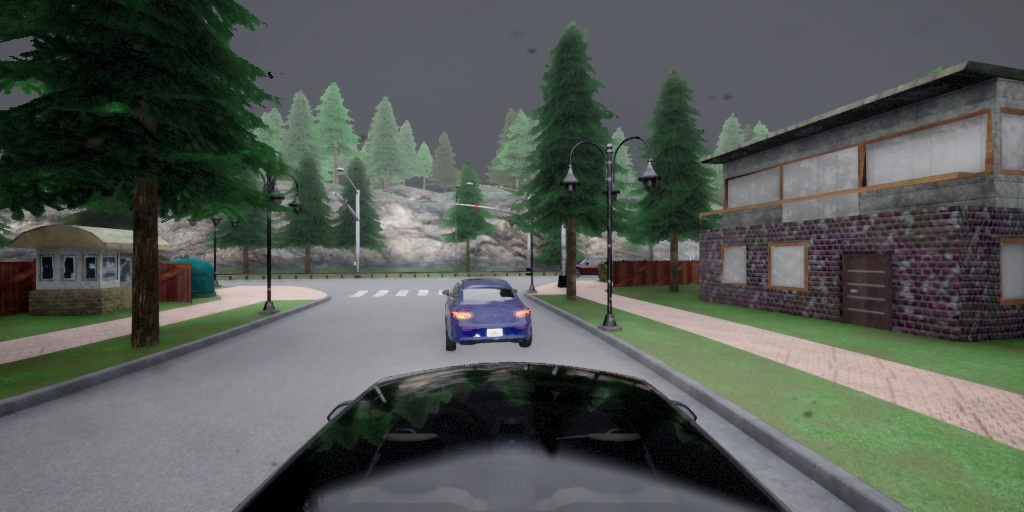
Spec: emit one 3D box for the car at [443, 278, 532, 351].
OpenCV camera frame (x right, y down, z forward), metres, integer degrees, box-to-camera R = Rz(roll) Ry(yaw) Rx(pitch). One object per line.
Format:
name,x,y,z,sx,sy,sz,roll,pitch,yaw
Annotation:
car,-0.748,1.276,9.001,1.812,1.442,4.674,0,0,-11

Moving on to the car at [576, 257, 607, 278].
car,6.635,0.945,31.479,4.553,1.767,2.097,0,0,-12
